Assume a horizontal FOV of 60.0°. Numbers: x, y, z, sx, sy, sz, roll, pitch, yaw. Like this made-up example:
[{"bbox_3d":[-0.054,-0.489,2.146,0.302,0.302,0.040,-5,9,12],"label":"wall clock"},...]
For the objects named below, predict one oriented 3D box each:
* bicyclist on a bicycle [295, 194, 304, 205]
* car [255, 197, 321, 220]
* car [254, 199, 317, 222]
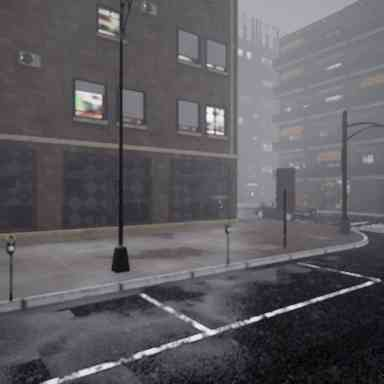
[{"bbox_3d":[11.763,1.026,36.329,1.656,1.620,0.582,0,1,-36],"label":"bicyclist on a bicycle"},{"bbox_3d":[7.686,1.261,27.064,1.882,1.535,5.008,0,1,-36],"label":"car"},{"bbox_3d":[6.491,1.351,24.319,2.008,1.369,4.403,1,0,-36],"label":"car"}]
